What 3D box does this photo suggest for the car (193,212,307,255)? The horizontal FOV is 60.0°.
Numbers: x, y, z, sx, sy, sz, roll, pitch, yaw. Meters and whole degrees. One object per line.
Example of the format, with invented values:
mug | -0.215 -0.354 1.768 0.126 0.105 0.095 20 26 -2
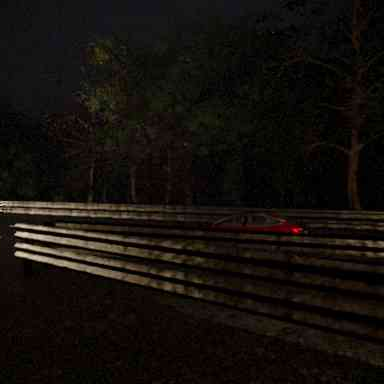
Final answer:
car | 1.973 1.506 12.940 4.792 1.488 2.163 0 0 23
